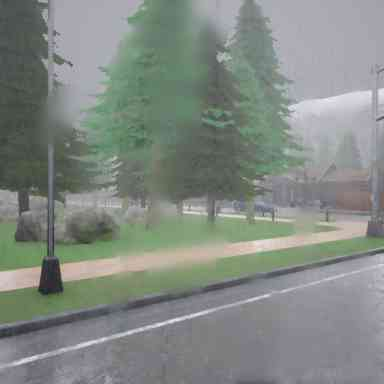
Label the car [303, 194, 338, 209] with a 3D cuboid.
[{"bbox_3d":[16.682,1.160,42.408,4.605,1.855,1.932,0,0,-37],"label":"car"}]

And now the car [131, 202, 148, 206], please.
[{"bbox_3d":[-8.228,1.551,53.604,1.994,1.385,4.181,0,0,-40],"label":"car"}]

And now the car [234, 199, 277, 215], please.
[{"bbox_3d":[6.498,1.463,34.422,1.882,1.535,5.008,0,0,-37],"label":"car"}]

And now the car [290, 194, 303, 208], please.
[{"bbox_3d":[14.856,1.161,44.179,3.866,1.878,1.905,0,0,-37],"label":"car"}]
